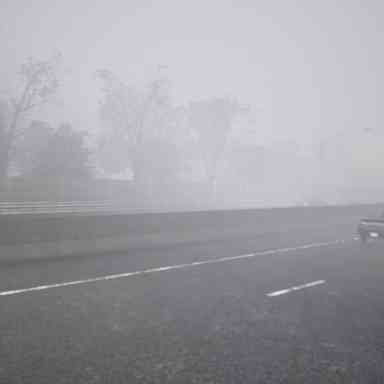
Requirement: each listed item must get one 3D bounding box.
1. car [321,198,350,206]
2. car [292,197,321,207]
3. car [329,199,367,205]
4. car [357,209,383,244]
[{"bbox_3d":[17.365,1.483,37.873,4.902,1.511,2.128,0,0,-35],"label":"car"},{"bbox_3d":[14.028,1.343,39.794,4.553,1.767,2.097,0,0,-35],"label":"car"},{"bbox_3d":[15.858,1.593,32.507,4.718,1.301,1.895,0,0,-35],"label":"car"},{"bbox_3d":[9.212,1.487,14.624,4.902,1.511,2.128,0,0,-36],"label":"car"}]
